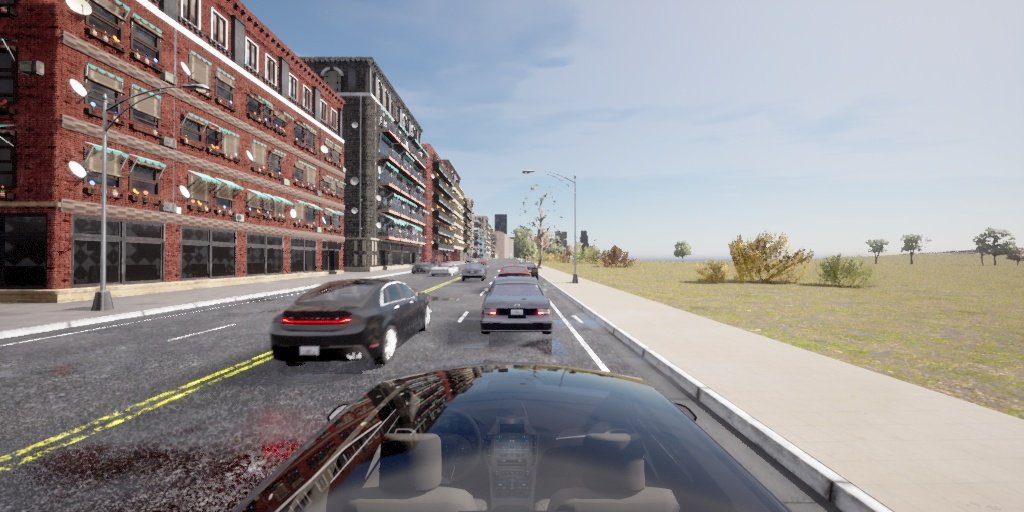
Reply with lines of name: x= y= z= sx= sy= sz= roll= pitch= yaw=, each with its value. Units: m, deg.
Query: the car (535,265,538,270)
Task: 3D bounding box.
car: x=1.200 y=1.232 z=30.517 sx=1.882 sy=1.535 sz=5.008 roll=0 pitch=0 yaw=0

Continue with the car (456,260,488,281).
car: x=-3.086 y=1.301 z=30.033 sx=2.033 sy=1.411 sz=5.357 roll=0 pitch=0 yaw=-1

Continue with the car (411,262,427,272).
car: x=-9.768 y=1.318 z=39.877 sx=1.994 sy=1.385 sz=4.181 roll=0 pitch=0 yaw=0

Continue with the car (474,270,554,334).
car: x=0.118 y=1.299 z=10.540 sx=2.033 sy=1.411 sz=5.357 roll=0 pitch=0 yaw=0

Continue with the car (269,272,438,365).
car: x=-3.140 y=1.253 z=7.990 sx=1.837 sy=1.490 sz=4.892 roll=0 pitch=-1 yaw=0

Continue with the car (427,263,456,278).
car: x=-6.529 y=1.355 z=34.803 sx=1.895 sy=1.301 sz=4.718 roll=0 pitch=0 yaw=0

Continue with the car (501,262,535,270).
car: x=0.144 y=1.231 z=21.079 sx=1.882 sy=1.535 sz=5.008 roll=0 pitch=0 yaw=0
